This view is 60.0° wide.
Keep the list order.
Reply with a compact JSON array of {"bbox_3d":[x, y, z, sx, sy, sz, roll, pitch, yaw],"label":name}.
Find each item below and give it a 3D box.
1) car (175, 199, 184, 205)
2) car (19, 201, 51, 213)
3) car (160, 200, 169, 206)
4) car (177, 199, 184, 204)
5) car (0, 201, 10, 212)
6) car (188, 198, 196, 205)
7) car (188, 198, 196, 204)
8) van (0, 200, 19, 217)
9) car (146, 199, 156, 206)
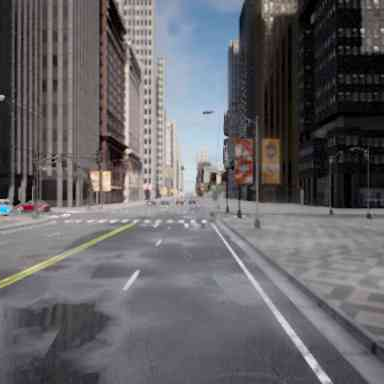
[{"bbox_3d":[-3.202,2.557,84.512,1.812,1.442,4.674,0,-1,0],"label":"car"},{"bbox_3d":[-20.627,1.819,43.041,4.097,1.590,1.967,1,-1,0],"label":"car"},{"bbox_3d":[-6.454,2.527,78.746,1.994,1.385,4.181,0,-1,0],"label":"car"},{"bbox_3d":[-3.195,2.617,94.578,1.895,1.301,4.718,0,-1,0],"label":"car"},{"bbox_3d":[-26.252,1.895,43.061,4.313,1.339,1.947,1,-1,0],"label":"car"},{"bbox_3d":[0.048,2.528,84.128,1.837,1.490,4.892,0,-1,0],"label":"car"},{"bbox_3d":[0.055,2.547,94.547,2.128,1.511,4.902,0,-1,0],"label":"car"},{"bbox_3d":[-20.658,1.675,34.517,3.998,1.788,1.690,1,-1,0],"label":"van"},{"bbox_3d":[-9.703,2.500,78.748,2.128,1.511,4.902,0,-1,0],"label":"car"}]
